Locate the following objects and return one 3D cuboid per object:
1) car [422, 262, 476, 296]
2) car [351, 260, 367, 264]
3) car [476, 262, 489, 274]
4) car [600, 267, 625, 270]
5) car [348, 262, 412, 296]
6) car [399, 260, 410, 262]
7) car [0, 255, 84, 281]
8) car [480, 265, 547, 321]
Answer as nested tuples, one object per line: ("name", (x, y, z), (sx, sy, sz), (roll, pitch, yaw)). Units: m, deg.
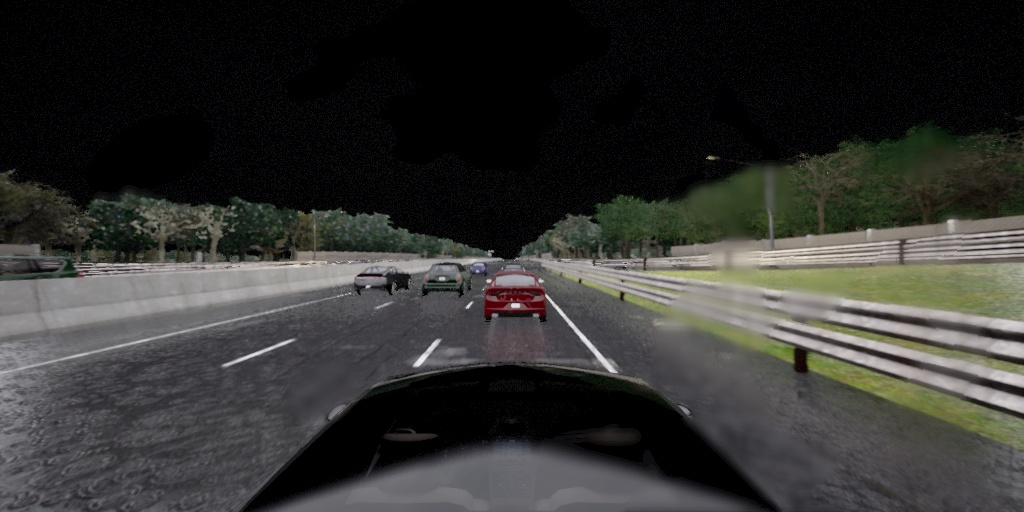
("car", (-3.400, 1.138, 19.610), (2.097, 1.767, 4.553), (0, 0, 0))
("car", (-24.496, 1.409, 57.665), (2.033, 1.411, 5.357), (0, 0, 0))
("car", (-3.398, 1.338, 37.702), (1.812, 1.442, 4.674), (0, 0, 0))
("car", (14.611, 1.269, 52.349), (1.994, 1.385, 4.181), (0, -1, -19))
("car", (-6.899, 1.278, 19.633), (2.128, 1.511, 4.902), (0, 0, 0))
("car", (-17.497, 1.382, 57.638), (1.837, 1.490, 4.892), (0, 0, 0))
("car", (-17.600, 0.993, 11.492), (2.150, 2.045, 5.566), (0, 0, 0))
("car", (0.101, 1.250, 12.557), (1.882, 1.535, 5.008), (0, 0, 0))
